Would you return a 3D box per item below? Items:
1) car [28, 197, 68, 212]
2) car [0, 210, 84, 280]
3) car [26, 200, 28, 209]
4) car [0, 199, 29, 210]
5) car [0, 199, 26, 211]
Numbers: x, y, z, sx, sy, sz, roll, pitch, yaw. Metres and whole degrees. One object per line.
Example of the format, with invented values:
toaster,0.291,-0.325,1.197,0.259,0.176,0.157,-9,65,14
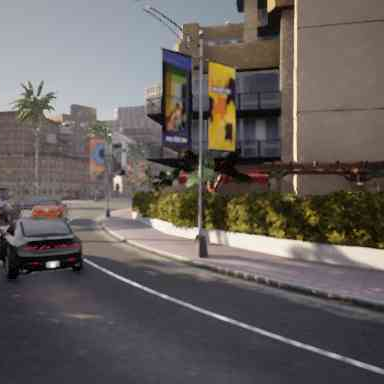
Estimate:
car,-11.288,1.388,26.675,2.097,1.767,4.553,0,0,-13
car,-4.731,1.518,10.191,1.837,1.490,4.892,0,0,-33
car,-20.088,1.399,42.822,2.097,1.767,4.553,0,0,2
car,-23.541,1.599,43.710,1.994,1.385,4.181,0,0,2
car,-14.678,1.522,25.761,1.837,1.490,4.892,0,0,-13
